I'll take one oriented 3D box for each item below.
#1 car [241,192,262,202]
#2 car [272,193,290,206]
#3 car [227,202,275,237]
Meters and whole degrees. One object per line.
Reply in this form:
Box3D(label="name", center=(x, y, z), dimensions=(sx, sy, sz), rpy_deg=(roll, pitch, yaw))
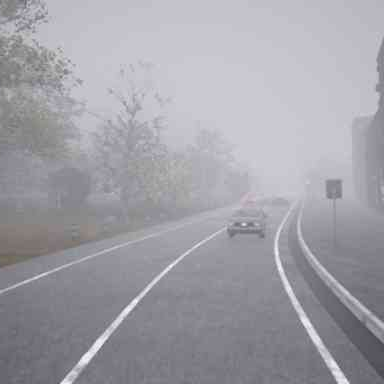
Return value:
Box3D(label="car", center=(7.519, 0.860, 41.680), dimensions=(2.097, 1.767, 4.553), rpy_deg=(-1, 1, 20))
Box3D(label="car", center=(11.055, 0.894, 41.482), dimensions=(1.812, 1.442, 4.674), rpy_deg=(-1, 3, 19))
Box3D(label="car", center=(3.141, 1.541, 17.958), dimensions=(2.033, 1.411, 5.357), rpy_deg=(-1, 0, 17))
